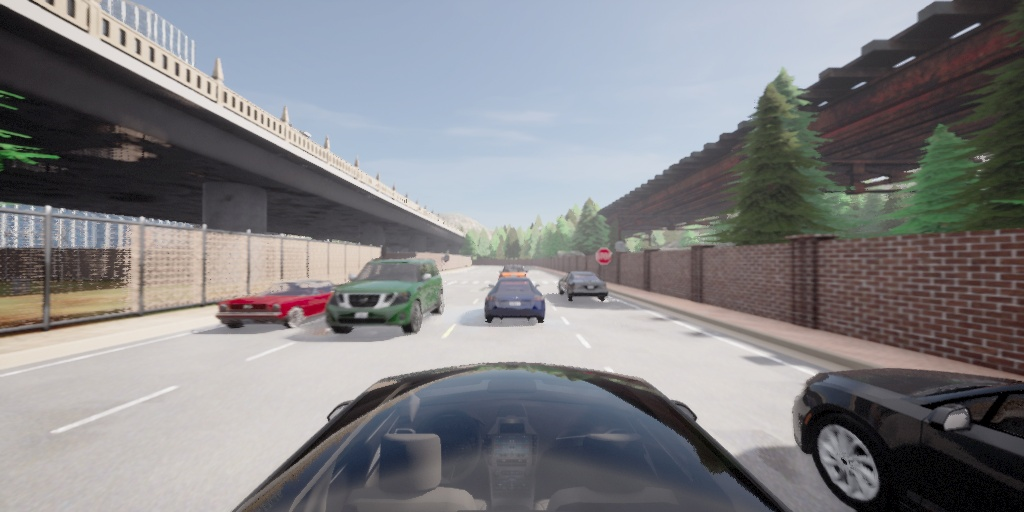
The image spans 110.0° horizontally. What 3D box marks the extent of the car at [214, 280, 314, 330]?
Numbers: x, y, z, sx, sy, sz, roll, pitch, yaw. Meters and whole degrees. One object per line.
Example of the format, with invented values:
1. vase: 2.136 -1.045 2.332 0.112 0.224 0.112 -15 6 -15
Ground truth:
1. car: -7.097 1.478 11.834 1.895 1.301 4.718 0 -1 0

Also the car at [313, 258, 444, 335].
1. car: -3.597 1.092 11.343 2.150 2.045 5.566 0 -1 0

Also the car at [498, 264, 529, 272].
1. car: 0.097 1.395 25.013 2.097 1.767 4.553 0 -1 0

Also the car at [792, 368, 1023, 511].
1. car: 3.579 1.250 1.413 1.837 1.490 4.892 0 -1 0

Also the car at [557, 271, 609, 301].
1. car: 3.596 1.513 18.916 2.033 1.411 5.357 0 -1 0

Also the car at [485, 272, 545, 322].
1. car: 0.094 1.454 12.929 1.994 1.385 4.181 0 -1 0
